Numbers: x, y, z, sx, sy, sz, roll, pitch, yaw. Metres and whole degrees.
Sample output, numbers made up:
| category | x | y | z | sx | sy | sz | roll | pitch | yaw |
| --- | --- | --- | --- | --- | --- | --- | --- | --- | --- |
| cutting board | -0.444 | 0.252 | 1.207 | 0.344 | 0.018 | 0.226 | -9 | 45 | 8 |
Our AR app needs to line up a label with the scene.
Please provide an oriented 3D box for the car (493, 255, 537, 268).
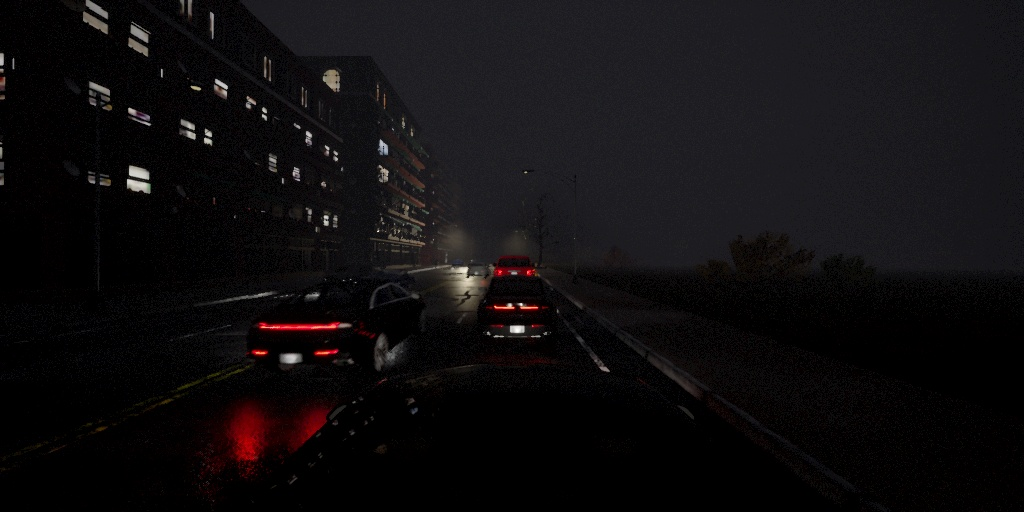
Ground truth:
| category | x | y | z | sx | sy | sz | roll | pitch | yaw |
| --- | --- | --- | --- | --- | --- | --- | --- | --- | --- |
| car | 0.117 | 0.975 | 20.131 | 2.150 | 2.045 | 5.566 | 0 | 0 | 0 |

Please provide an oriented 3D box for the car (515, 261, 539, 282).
| category | x | y | z | sx | sy | sz | roll | pitch | yaw |
| --- | --- | --- | --- | --- | --- | --- | --- | --- | --- |
| car | 1.164 | 1.209 | 30.538 | 1.801 | 1.575 | 5.366 | 0 | 0 | 0 |

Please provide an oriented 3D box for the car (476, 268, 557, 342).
| category | x | y | z | sx | sy | sz | roll | pitch | yaw |
| --- | --- | --- | --- | --- | --- | --- | --- | --- | --- |
| car | 0.109 | 1.256 | 9.784 | 1.837 | 1.490 | 4.892 | 0 | 0 | 0 |

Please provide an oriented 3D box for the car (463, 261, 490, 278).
| category | x | y | z | sx | sy | sz | roll | pitch | yaw |
| --- | --- | --- | --- | --- | --- | --- | --- | --- | --- |
| car | -3.121 | 1.280 | 33.725 | 1.812 | 1.442 | 4.674 | 0 | 0 | 0 |

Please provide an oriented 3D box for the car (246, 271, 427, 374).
| category | x | y | z | sx | sy | sz | roll | pitch | yaw |
| --- | --- | --- | --- | --- | --- | --- | --- | --- | --- |
| car | -3.144 | 1.242 | 7.529 | 2.128 | 1.511 | 4.902 | 0 | 0 | 0 |

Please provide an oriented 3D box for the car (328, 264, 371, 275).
| category | x | y | z | sx | sy | sz | roll | pitch | yaw |
| --- | --- | --- | --- | --- | --- | --- | --- | --- | --- |
| car | -9.831 | 1.258 | 22.199 | 1.837 | 1.490 | 4.892 | 0 | 0 | 0 |

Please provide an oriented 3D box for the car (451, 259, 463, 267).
| category | x | y | z | sx | sy | sz | roll | pitch | yaw |
| --- | --- | --- | --- | --- | --- | --- | --- | --- | --- |
| car | -9.743 | 1.278 | 64.685 | 1.812 | 1.442 | 4.674 | 0 | 0 | 1 |

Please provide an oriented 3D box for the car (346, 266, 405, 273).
| category | x | y | z | sx | sy | sz | roll | pitch | yaw |
| --- | --- | --- | --- | --- | --- | --- | --- | --- | --- |
| car | -6.585 | 1.354 | 18.887 | 1.895 | 1.301 | 4.718 | 0 | 0 | 0 |
